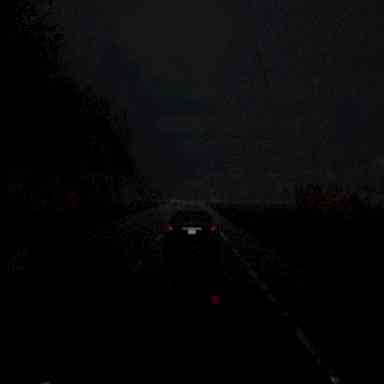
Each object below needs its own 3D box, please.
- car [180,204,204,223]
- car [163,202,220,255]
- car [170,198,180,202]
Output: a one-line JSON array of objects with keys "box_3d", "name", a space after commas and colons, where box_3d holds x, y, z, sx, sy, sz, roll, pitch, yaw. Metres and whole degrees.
[{"box_3d": [-0.003, 1.830, 29.294, 1.994, 1.385, 4.181, 0, 0, 0], "name": "car"}, {"box_3d": [-0.002, 1.479, 14.064, 2.097, 1.767, 4.553, 0, -1, 0], "name": "car"}, {"box_3d": [-3.522, 2.096, 70.966, 1.882, 1.535, 5.008, 0, 0, 0], "name": "car"}]
